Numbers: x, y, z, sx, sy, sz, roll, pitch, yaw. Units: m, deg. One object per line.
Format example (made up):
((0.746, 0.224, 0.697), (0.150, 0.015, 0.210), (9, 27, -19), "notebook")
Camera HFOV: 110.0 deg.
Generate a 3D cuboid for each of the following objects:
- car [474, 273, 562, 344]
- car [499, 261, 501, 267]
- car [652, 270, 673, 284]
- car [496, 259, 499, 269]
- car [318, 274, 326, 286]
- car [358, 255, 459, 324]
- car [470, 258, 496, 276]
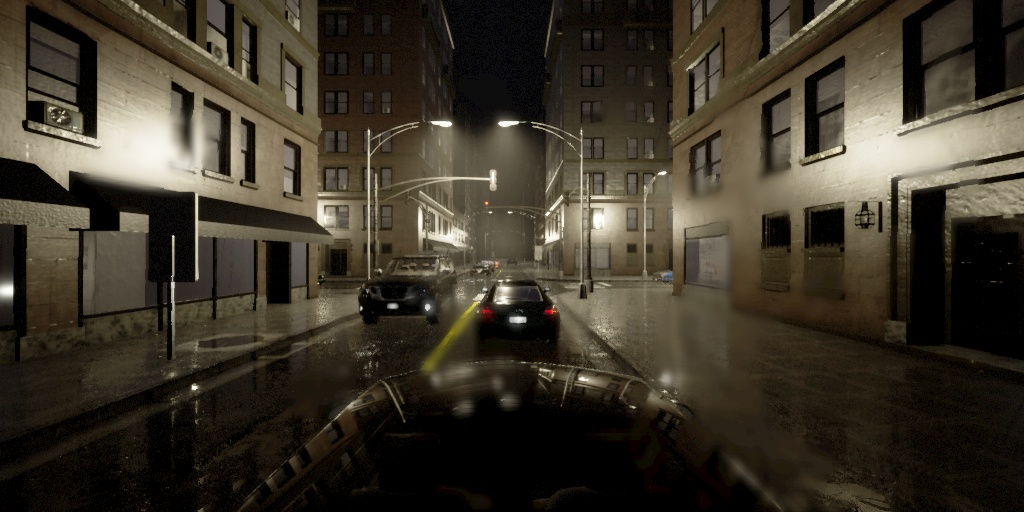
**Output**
((0.115, 1.314, 9.555), (1.994, 1.385, 4.181), (0, 0, -1), "car")
((-3.085, 1.092, 55.907), (2.097, 1.767, 4.553), (0, 0, -1), "car")
((12.797, 1.260, 25.215), (5.357, 1.411, 2.033), (0, 0, 0), "car")
((-3.098, 1.294, 46.125), (2.033, 1.411, 5.357), (0, 0, 0), "car")
((-14.086, 1.387, 21.930), (4.718, 1.301, 1.895), (0, 0, 0), "car")
((-3.181, 0.971, 12.251), (2.150, 2.045, 5.566), (0, 0, 0), "car")
((-3.094, 1.239, 36.383), (2.128, 1.511, 4.902), (0, 0, 0), "car")
